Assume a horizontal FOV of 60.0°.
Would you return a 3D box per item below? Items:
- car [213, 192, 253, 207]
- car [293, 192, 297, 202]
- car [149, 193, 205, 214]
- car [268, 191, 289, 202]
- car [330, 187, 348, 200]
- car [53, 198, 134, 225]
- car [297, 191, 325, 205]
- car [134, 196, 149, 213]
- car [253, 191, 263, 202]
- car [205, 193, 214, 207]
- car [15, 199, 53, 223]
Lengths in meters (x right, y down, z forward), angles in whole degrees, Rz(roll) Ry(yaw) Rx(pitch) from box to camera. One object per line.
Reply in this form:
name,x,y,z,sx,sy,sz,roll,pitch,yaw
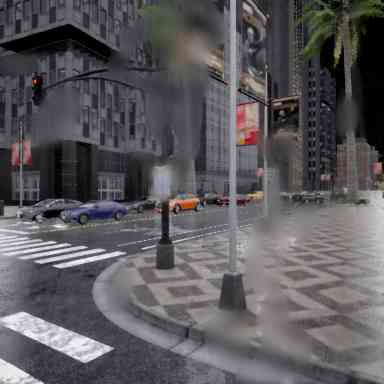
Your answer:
car,4.740,0.978,37.707,1.895,1.301,4.718,0,1,35
car,15.964,0.620,47.596,1.882,1.535,5.008,0,1,35
car,-1.214,0.906,29.310,2.097,1.767,4.553,0,1,35
car,12.656,0.660,48.748,1.837,1.490,4.892,0,0,36
car,23.628,0.231,52.801,2.150,2.045,5.566,0,1,36
car,-6.381,1.238,21.996,1.812,1.442,4.674,0,1,36
car,14.600,0.764,40.049,1.837,1.490,4.892,0,0,35
car,-4.242,1.086,30.659,1.812,1.442,4.674,0,1,35
car,9.895,0.628,50.475,1.882,1.535,5.008,0,1,36
car,1.619,0.863,38.923,1.882,1.535,5.008,0,1,35
car,-9.607,1.215,23.112,2.128,1.511,4.902,0,1,36
